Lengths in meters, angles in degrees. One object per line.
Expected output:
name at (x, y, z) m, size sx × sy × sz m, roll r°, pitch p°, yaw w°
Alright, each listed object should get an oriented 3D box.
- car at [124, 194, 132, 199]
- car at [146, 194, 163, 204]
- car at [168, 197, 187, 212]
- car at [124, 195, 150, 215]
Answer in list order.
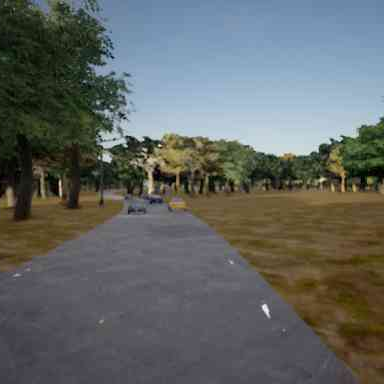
car at (-13.817, 1.063, 72.962) m, size 2.033 × 1.411 × 5.357 m, roll -1°, pitch 1°, yaw -16°
car at (-5.973, 1.198, 55.002) m, size 1.882 × 1.535 × 5.008 m, roll 0°, pitch 0°, yaw -13°
car at (-1.668, 1.290, 36.723) m, size 1.801 × 1.575 × 5.366 m, roll 0°, pitch 0°, yaw -8°
car at (-5.388, 1.378, 32.928) m, size 1.837 × 1.490 × 4.892 m, roll 0°, pitch 0°, yaw -8°
